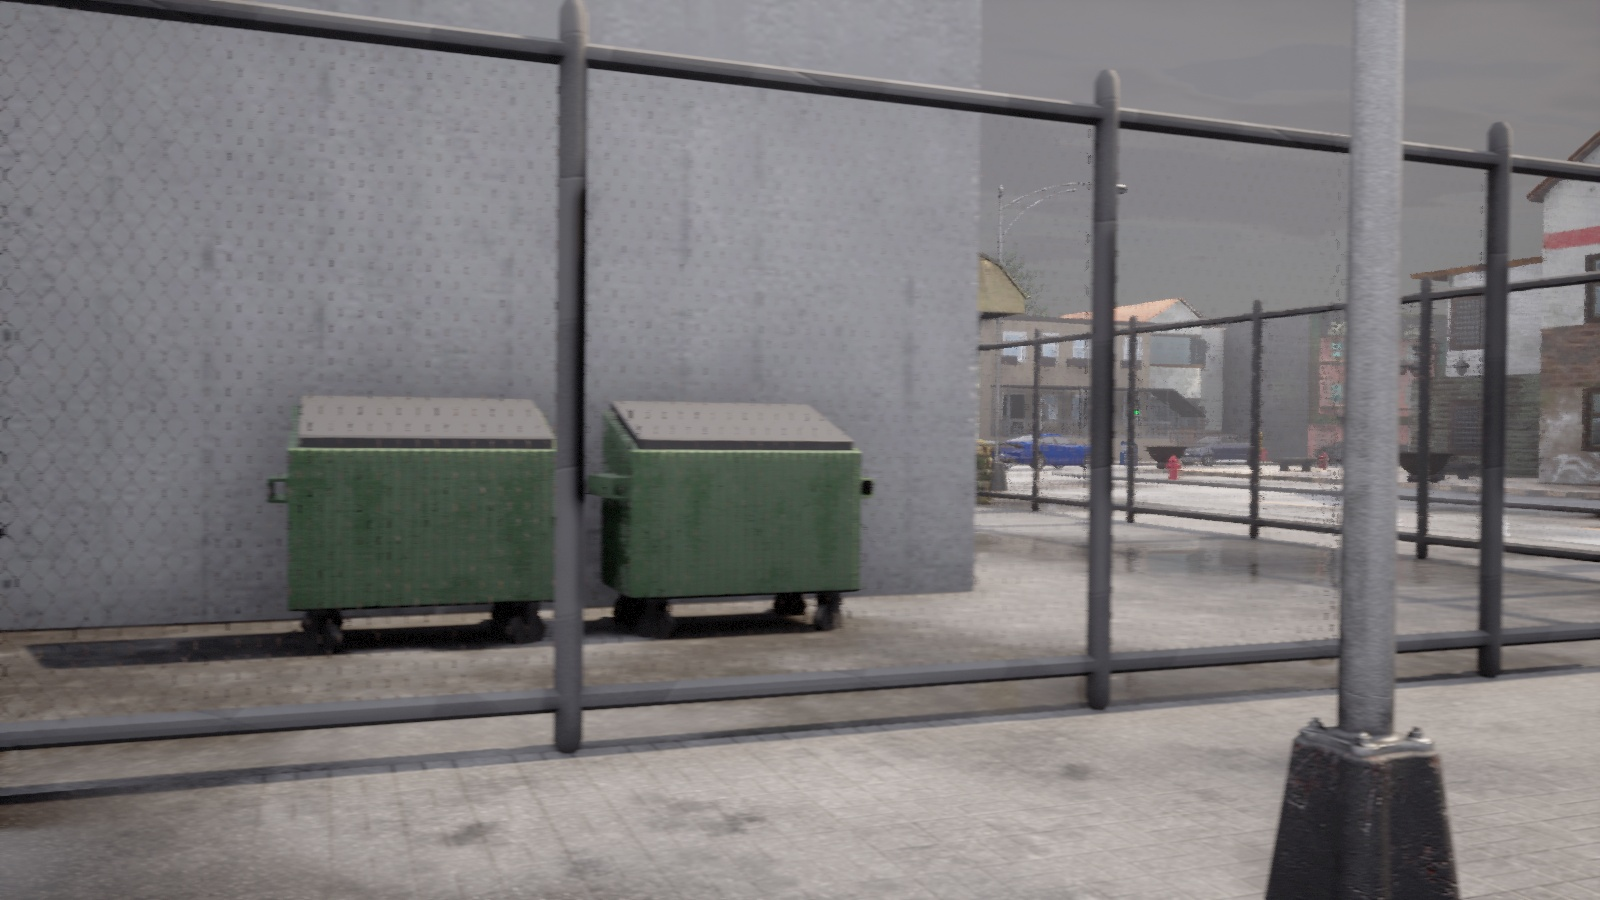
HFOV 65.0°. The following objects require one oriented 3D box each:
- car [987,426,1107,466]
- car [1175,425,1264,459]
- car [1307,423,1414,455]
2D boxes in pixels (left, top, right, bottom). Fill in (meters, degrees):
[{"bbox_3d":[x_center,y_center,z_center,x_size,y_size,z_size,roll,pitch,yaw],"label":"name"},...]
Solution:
[{"bbox_3d":[10.225,-0.179,51.823,5.008,1.535,1.882,-1,1,-35],"label":"car"},{"bbox_3d":[19.990,-0.414,59.873,3.705,1.549,1.789,-1,1,-21],"label":"car"},{"bbox_3d":[28.084,-0.553,62.942,5.008,1.535,1.882,-1,1,-21],"label":"car"}]
